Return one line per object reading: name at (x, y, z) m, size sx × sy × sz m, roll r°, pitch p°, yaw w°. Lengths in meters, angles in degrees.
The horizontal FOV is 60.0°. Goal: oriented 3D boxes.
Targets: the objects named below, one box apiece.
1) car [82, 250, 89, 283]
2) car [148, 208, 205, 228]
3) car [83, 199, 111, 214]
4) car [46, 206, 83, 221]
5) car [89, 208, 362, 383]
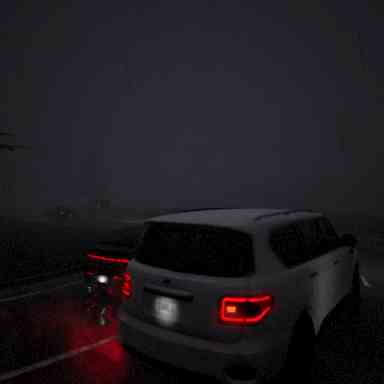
car at (-0.845, 1.639, 9.316) m, size 1.837 × 1.490 × 4.892 m, roll 2°, pitch 0°, yaw 26°
car at (-1.343, 1.956, 26.319) m, size 1.895 × 1.301 × 4.718 m, roll 0°, pitch -1°, yaw -43°
car at (-12.592, 1.934, 43.722) m, size 2.150 × 2.045 × 5.566 m, roll 0°, pitch -1°, yaw -39°
car at (-13.078, 2.112, 33.406) m, size 1.812 × 1.442 × 4.674 m, roll 0°, pitch -1°, yaw -42°
car at (1.298, 1.283, 5.621) m, size 2.150 × 2.045 × 5.566 m, roll 0°, pitch 0°, yaw 36°
